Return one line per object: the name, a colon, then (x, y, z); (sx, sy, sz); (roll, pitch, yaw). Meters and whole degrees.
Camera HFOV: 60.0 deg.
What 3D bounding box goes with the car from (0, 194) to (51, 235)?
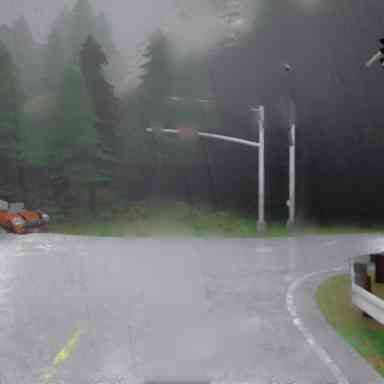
car: (-10.343, 1.216, 19.964); (4.553, 1.767, 2.097); (13, 13, 41)
